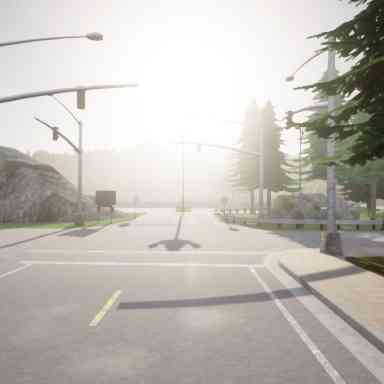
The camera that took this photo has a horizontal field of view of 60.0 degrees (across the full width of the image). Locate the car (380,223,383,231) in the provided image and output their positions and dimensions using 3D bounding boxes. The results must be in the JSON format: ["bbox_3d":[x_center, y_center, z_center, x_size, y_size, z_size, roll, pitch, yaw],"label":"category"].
[{"bbox_3d":[15.040,2.057,21.130,5.357,1.411,2.033,0,-1,-2],"label":"car"}]
